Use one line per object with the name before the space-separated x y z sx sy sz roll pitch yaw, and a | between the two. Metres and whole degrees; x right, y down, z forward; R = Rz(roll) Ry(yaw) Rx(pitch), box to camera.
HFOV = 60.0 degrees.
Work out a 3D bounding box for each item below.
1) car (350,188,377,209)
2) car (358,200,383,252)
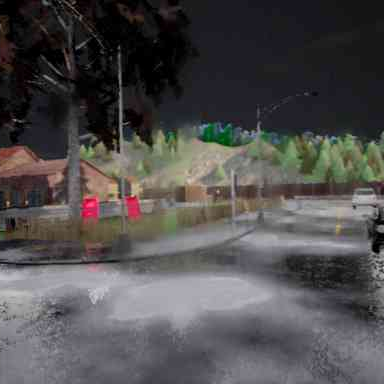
car | 17.637 0.670 34.152 2.150 2.045 5.566 -1 0 25
car | 7.572 1.261 12.354 2.128 1.511 4.902 -1 0 25
